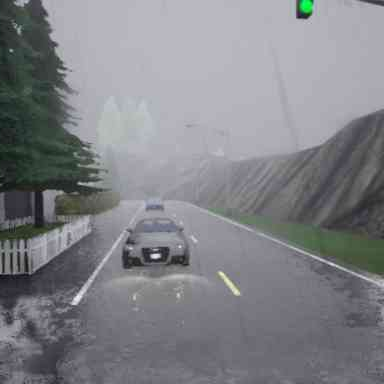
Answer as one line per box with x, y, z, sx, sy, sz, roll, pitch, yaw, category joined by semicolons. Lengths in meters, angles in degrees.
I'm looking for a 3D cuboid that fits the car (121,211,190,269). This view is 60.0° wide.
-1.223;1.590;11.287;1.994;1.385;4.181;-1;1;-6;car

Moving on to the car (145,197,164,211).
-4.030;1.313;35.923;1.882;1.535;5.008;-1;1;-7;car
